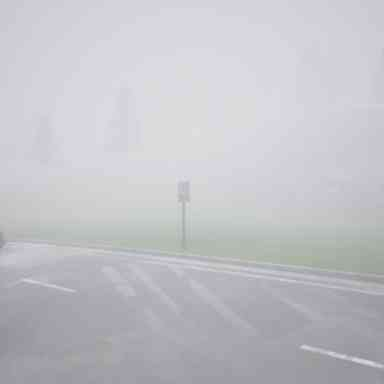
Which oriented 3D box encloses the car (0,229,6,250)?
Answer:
[{"bbox_3d":[-9.648,1.725,13.535,4.181,1.385,1.994,-1,0,25],"label":"car"}]
